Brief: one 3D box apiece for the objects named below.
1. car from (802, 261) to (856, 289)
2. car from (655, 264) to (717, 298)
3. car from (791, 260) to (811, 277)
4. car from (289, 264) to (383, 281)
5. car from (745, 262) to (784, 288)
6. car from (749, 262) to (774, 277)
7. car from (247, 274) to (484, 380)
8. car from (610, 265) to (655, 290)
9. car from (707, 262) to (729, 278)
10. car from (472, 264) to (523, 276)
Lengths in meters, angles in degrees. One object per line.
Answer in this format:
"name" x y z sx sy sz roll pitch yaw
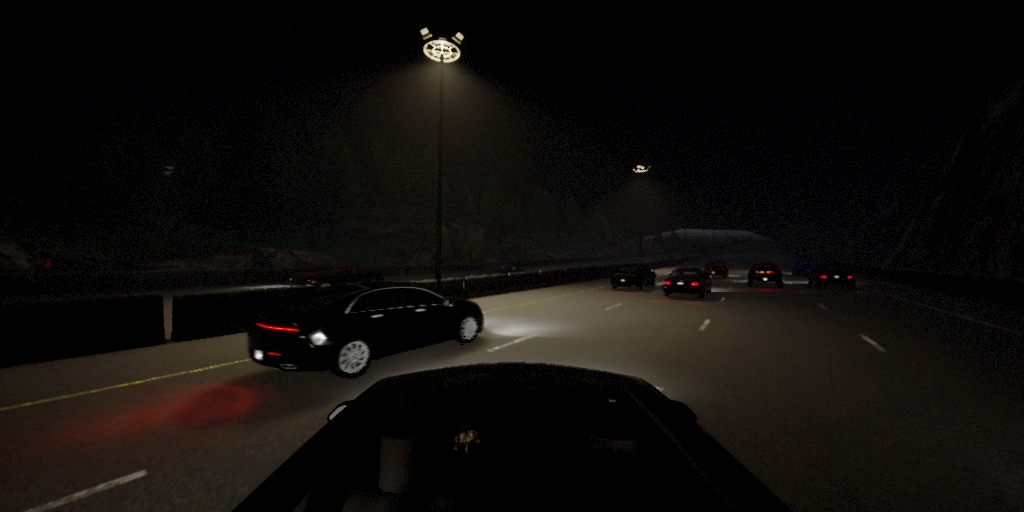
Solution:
"car" 20.741 1.293 23.431 2.033 1.411 5.357 0 0 34
"car" 9.398 1.347 19.086 2.033 1.411 5.357 0 0 34
"car" 27.758 1.134 33.891 1.882 1.535 5.008 0 1 34
"car" -10.191 1.331 21.659 1.882 1.535 5.008 0 0 34
"car" 17.290 1.261 24.572 1.837 1.490 4.892 0 -2 34
"car" 24.337 1.277 35.071 1.895 1.301 4.718 0 0 34
"car" -2.563 1.288 7.540 1.837 1.490 4.892 0 -1 34
"car" 7.913 1.284 23.156 1.882 1.535 5.008 0 0 34
"car" 18.885 1.250 33.247 1.812 1.442 4.674 0 0 34
"car" -1.063 1.389 28.980 2.033 1.411 5.357 0 0 34
